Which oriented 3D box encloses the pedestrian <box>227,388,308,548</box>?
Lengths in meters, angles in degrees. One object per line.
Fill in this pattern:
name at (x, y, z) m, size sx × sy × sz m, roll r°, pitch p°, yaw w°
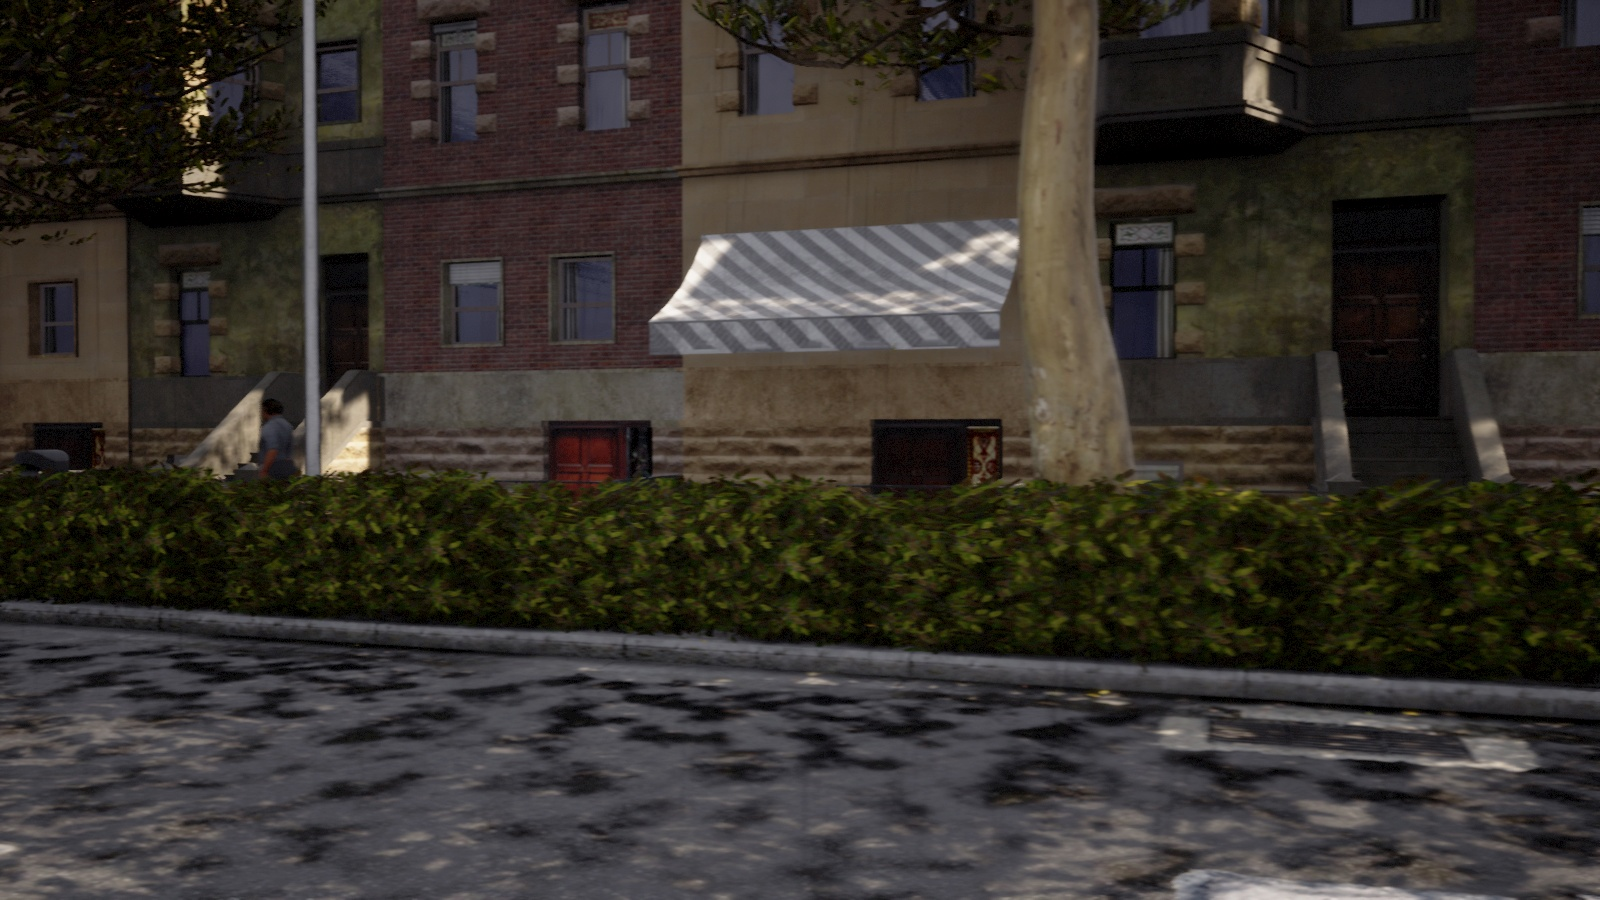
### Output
pedestrian at (-6.271, 0.200, 14.812) m, size 0.694 × 1.848 × 0.540 m, roll 1°, pitch 1°, yaw 13°
